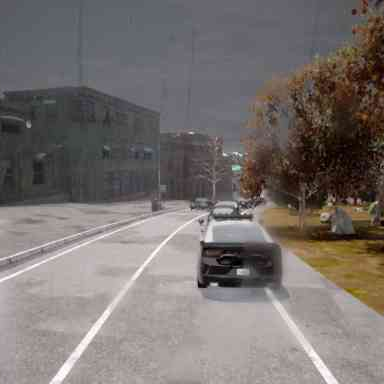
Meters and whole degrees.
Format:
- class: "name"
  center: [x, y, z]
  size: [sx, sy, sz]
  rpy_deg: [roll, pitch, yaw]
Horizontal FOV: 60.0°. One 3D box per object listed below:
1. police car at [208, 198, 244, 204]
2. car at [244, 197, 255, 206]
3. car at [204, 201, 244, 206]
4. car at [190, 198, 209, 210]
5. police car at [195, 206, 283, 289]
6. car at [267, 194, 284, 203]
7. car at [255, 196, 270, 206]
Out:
- class: "police car"
  center: [2.670, 1.356, 24.940]
  size: [1.930, 1.638, 5.238]
  rpy_deg: [1, 0, 9]
- class: "car"
  center: [6.742, 1.488, 44.537]
  size: [1.895, 1.301, 4.718]
  rpy_deg: [2, 0, 20]
- class: "car"
  center: [1.839, 1.478, 18.997]
  size: [1.812, 1.442, 4.674]
  rpy_deg: [1, 0, 6]
- class: "car"
  center: [1.149, 1.364, 37.538]
  size: [1.994, 1.385, 4.181]
  rpy_deg: [1, 1, 15]
- class: "police car"
  center: [1.128, 1.406, 9.294]
  size: [1.930, 1.638, 5.238]
  rpy_deg: [0, 0, 2]
- class: "car"
  center: [19.008, 1.413, 75.702]
  size: [2.097, 1.767, 4.553]
  rpy_deg: [4, 1, 34]
- class: "car"
  center: [11.242, 1.452, 55.796]
  size: [1.837, 1.490, 4.892]
  rpy_deg: [3, 1, 26]
